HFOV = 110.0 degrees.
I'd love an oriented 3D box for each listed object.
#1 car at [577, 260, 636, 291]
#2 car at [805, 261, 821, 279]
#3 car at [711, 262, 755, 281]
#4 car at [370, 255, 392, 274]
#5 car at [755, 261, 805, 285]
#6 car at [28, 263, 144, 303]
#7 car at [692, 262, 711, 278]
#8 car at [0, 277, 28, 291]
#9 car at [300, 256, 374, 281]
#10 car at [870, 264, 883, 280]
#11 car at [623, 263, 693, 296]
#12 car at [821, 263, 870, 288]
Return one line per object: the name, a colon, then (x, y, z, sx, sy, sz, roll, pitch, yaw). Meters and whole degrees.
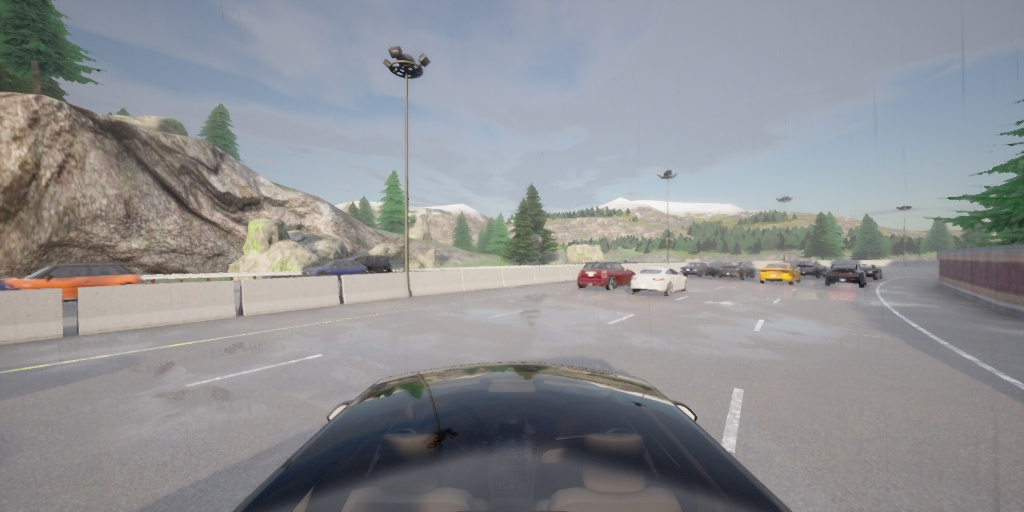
car: (5.947, 1.102, 22.225, 2.097, 1.767, 4.553, 0, 0, 41)
car: (27.685, 1.242, 33.218, 4.902, 1.511, 2.128, 0, 0, -39)
car: (19.309, 1.241, 30.700, 4.902, 1.511, 2.128, 0, 0, -42)
car: (-13.554, 0.971, 32.080, 2.150, 2.045, 5.566, 0, 0, 40)
car: (19.747, 1.228, 26.340, 5.008, 1.535, 1.882, 0, 0, -44)
car: (-17.978, 1.102, 14.383, 2.097, 1.767, 4.553, 0, 0, 34)
car: (17.762, 1.297, 34.039, 5.357, 1.411, 2.033, 0, 0, -42)
car: (-16.931, 1.102, 9.577, 2.097, 1.767, 4.553, 0, 0, 33)
car: (-13.216, 1.102, 26.872, 2.097, 1.767, 4.553, 0, 0, 39)
car: (30.422, 1.351, 30.949, 4.718, 1.301, 1.895, 0, 0, -39)
car: (7.932, 1.276, 19.210, 1.812, 1.442, 4.674, 0, 0, 41)
car: (22.484, 1.255, 24.114, 4.892, 1.490, 1.837, 0, 0, -43)
